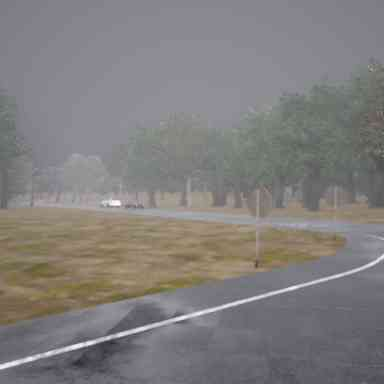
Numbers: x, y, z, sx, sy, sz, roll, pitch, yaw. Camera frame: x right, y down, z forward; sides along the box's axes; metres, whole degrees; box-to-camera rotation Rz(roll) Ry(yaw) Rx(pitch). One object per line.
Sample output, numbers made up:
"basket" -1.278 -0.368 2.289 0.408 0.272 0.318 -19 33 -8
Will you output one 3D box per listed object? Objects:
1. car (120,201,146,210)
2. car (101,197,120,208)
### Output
"car" -9.169 2.135 52.612 1.895 1.301 4.718 2 -2 -34
"car" -14.897 1.919 60.900 2.150 2.045 5.566 2 -2 -35
